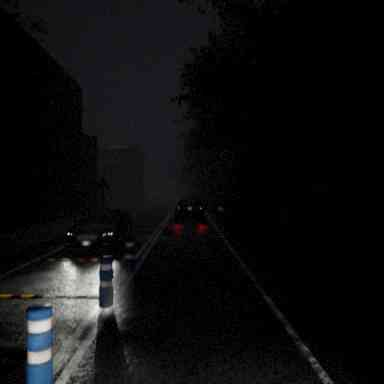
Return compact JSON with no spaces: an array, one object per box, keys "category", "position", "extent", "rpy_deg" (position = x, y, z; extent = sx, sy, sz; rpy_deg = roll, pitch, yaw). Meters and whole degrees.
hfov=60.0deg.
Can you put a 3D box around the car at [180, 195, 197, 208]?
[{"category":"car","position":[-0.466,1.194,42.529],"extent":[2.033,1.411,5.357],"rpy_deg":[0,1,-1]}]

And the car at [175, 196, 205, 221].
[{"category":"car","position":[-0.176,1.165,24.966],"extent":[2.097,1.767,4.553],"rpy_deg":[0,1,-1]}]

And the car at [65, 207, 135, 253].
[{"category":"car","position":[-3.483,1.395,13.314],"extent":[2.128,1.511,4.902],"rpy_deg":[0,0,-1]}]
